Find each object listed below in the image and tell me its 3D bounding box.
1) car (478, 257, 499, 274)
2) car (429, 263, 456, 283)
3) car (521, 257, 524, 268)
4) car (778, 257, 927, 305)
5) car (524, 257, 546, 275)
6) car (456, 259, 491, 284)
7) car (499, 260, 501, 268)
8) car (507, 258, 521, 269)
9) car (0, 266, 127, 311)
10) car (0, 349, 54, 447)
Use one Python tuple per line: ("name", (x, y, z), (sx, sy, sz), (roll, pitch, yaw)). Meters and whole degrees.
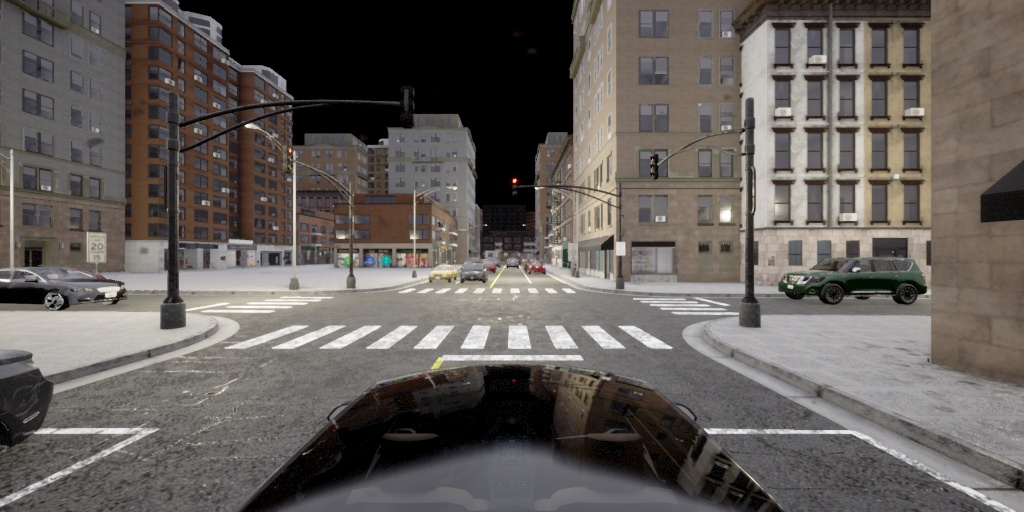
("car", (-2.828, 1.229, 41.758), (1.882, 1.535, 5.008), (0, 0, 0))
("car", (-5.375, 1.276, 28.329), (1.751, 1.417, 4.829), (0, 0, 0))
("car", (2.659, 1.066, 45.480), (2.192, 1.841, 5.009), (0, 0, 0))
("car", (15.351, 1.056, 16.302), (5.566, 2.045, 2.150), (0, 0, -2))
("car", (2.656, 1.191, 39.818), (1.967, 1.591, 4.097), (0, 0, 0))
("car", (-2.815, 1.253, 27.226), (1.837, 1.490, 4.892), (0, 1, -1))
("car", (-2.754, 1.259, 59.254), (1.837, 1.490, 4.892), (0, 0, 1))
("car", (0.121, 1.317, 58.549), (1.994, 1.385, 4.181), (0, 0, 1))
("car", (-17.277, 1.162, 13.323), (4.902, 1.511, 2.128), (0, 0, 2))
("car", (-5.388, 1.300, 1.653), (2.007, 1.370, 4.403), (0, 0, 0))
